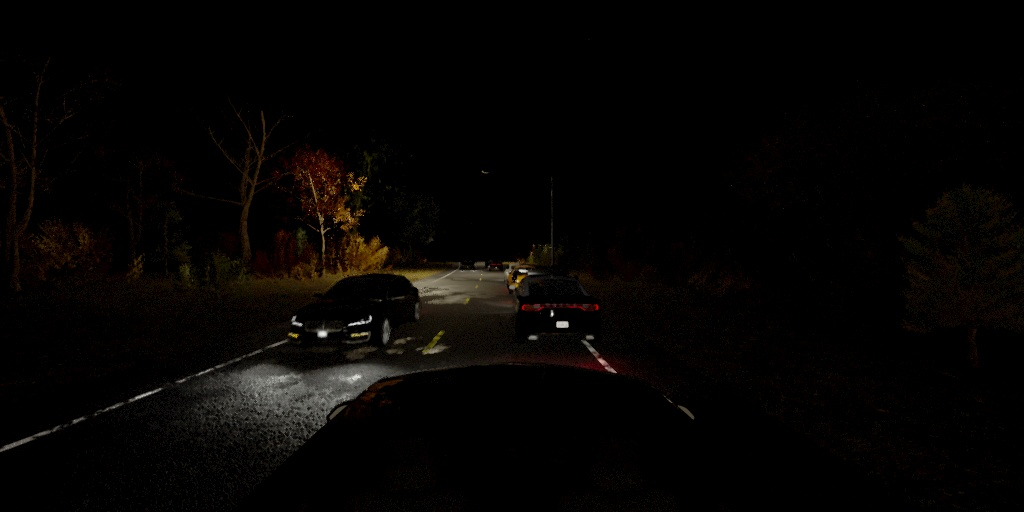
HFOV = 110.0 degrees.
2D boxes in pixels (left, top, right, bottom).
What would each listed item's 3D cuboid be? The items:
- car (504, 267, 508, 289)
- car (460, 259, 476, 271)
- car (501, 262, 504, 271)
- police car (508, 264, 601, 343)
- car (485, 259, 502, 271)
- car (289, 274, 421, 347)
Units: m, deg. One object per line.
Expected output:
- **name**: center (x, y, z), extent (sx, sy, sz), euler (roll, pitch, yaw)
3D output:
- **car**: center (0.664, 1.196, 19.911), extent (1.801, 1.575, 5.366), euler (0, 0, -2)
- **car**: center (-6.111, 1.195, 49.809), extent (1.882, 1.535, 5.008), euler (0, 0, -6)
- **car**: center (0.397, 1.259, 25.749), extent (1.812, 1.442, 4.674), euler (0, 0, -3)
- **police car**: center (0.963, 1.172, 9.780), extent (1.930, 1.638, 5.238), euler (0, 0, -1)
- **car**: center (-2.232, 1.223, 47.737), extent (1.837, 1.490, 4.892), euler (0, 0, -5)
- **car**: center (-3.711, 1.252, 9.355), extent (1.837, 1.490, 4.892), euler (0, 0, -1)
